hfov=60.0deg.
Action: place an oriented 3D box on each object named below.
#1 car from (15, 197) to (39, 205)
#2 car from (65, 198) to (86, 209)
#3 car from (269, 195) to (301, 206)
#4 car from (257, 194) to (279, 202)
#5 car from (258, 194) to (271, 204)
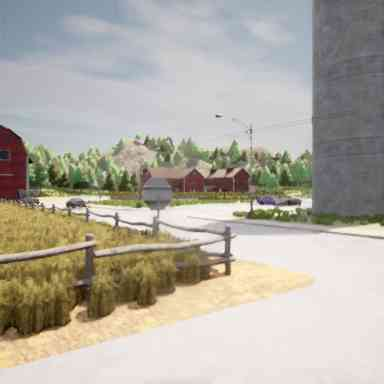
[{"bbox_3d":[-28.805,1.543,57.915,4.181,1.385,1.994,0,0,18],"label":"car"},{"bbox_3d":[-15.904,1.516,45.546,1.812,1.442,4.674,0,0,-36],"label":"car"},{"bbox_3d":[14.493,1.463,50.264,4.902,1.511,2.128,0,0,-36],"label":"car"},{"bbox_3d":[16.664,1.272,73.396,1.932,1.855,4.605,0,0,-36],"label":"car"},{"bbox_3d":[13.181,1.451,54.423,2.242,1.667,4.611,0,0,-36],"label":"car"}]
